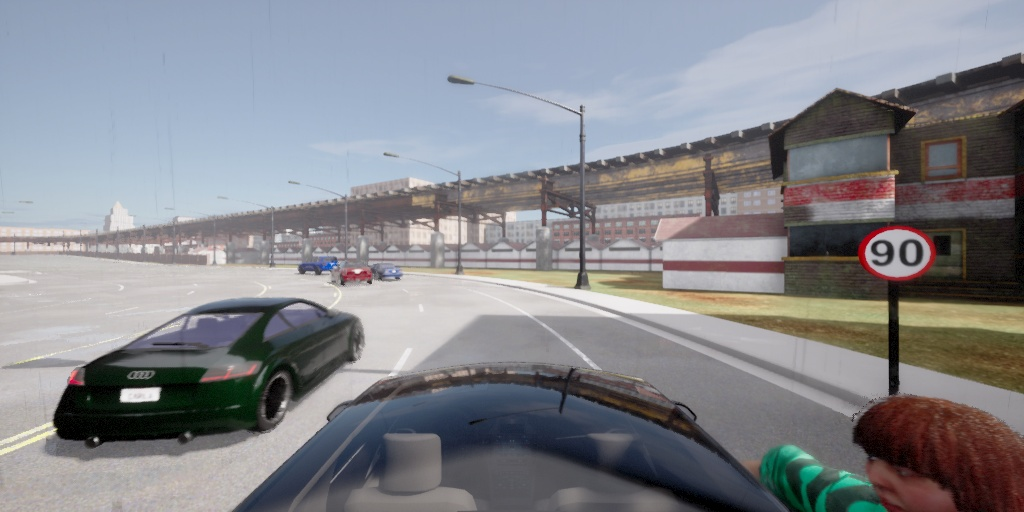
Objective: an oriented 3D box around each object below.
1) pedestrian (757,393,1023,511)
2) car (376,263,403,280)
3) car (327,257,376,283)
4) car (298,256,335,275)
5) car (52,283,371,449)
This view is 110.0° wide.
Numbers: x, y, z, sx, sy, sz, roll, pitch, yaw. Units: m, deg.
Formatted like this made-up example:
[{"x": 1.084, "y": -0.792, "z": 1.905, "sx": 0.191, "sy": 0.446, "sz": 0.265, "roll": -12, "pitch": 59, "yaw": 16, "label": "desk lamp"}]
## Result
[{"x": 1.060, "y": 1.127, "z": 0.596, "sx": 0.375, "sy": 1.860, "sz": 0.375, "roll": -24, "pitch": 0, "yaw": 0, "label": "pedestrian"}, {"x": -11.453, "y": 1.339, "z": 31.524, "sx": 2.033, "sy": 1.411, "sz": 5.357, "roll": 0, "pitch": 0, "yaw": -42, "label": "car"}, {"x": -11.935, "y": 1.139, "z": 26.489, "sx": 2.097, "sy": 1.767, "sz": 4.553, "roll": 0, "pitch": 0, "yaw": -36, "label": "car"}, {"x": -21.487, "y": 1.034, "z": 39.938, "sx": 5.566, "sy": 2.045, "sz": 2.150, "roll": 0, "pitch": 0, "yaw": 34, "label": "car"}, {"x": -3.789, "y": 1.320, "z": 5.477, "sx": 1.994, "sy": 1.385, "sz": 4.181, "roll": 0, "pitch": 0, "yaw": -5, "label": "car"}]
